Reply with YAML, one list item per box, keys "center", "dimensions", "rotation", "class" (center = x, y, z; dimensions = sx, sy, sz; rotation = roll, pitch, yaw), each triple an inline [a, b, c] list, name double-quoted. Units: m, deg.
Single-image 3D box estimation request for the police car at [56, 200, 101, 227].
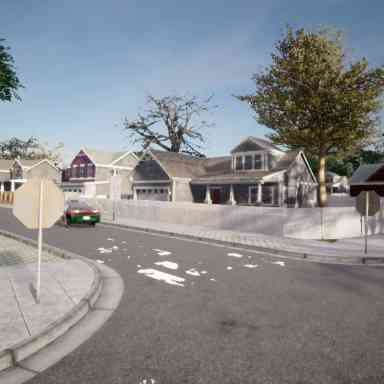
- center: [-7.649, 1.258, 20.471]
  dimensions: [4.974, 1.542, 2.038]
  rotation: [1, -1, 45]
  class: "police car"
